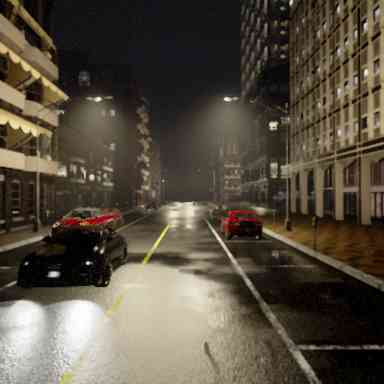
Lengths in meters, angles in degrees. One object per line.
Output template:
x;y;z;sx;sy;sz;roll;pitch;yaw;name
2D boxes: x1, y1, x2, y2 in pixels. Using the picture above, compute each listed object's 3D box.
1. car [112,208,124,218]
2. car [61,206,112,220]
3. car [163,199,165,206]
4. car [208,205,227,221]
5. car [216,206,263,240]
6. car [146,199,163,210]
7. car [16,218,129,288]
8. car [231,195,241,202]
-5.882;1.784;23.309;1.802;1.307;4.206;0;0;-1;car
-5.833;1.597;17.662;1.967;1.590;4.097;0;0;0;car
-6.177;2.035;57.198;2.008;1.369;4.403;0;0;-1;car
2.448;1.775;29.031;2.008;1.369;4.403;0;0;-1;car
2.547;1.678;17.734;1.887;1.381;4.507;0;0;-1;car
-6.129;1.987;51.550;2.008;1.369;4.403;0;0;-1;car
-3.058;1.647;9.338;1.994;1.385;4.181;0;0;0;car
13.918;1.736;90.257;5.009;1.841;2.192;-1;1;-1;car
